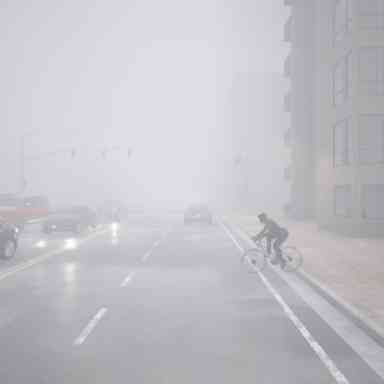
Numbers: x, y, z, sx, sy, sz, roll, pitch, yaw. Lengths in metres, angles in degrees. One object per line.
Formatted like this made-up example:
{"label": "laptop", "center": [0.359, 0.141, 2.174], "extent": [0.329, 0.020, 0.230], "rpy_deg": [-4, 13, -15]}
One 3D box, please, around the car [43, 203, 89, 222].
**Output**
{"label": "car", "center": [-10.130, 1.588, 27.137], "extent": [1.895, 1.301, 4.718], "rpy_deg": [0, 0, 1]}

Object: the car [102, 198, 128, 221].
{"label": "car", "center": [-6.629, 1.339, 27.146], "extent": [2.097, 1.767, 4.553], "rpy_deg": [0, 0, 1]}

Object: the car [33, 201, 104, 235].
{"label": "car", "center": [-6.822, 1.495, 18.977], "extent": [1.837, 1.490, 4.892], "rpy_deg": [0, 0, 1]}

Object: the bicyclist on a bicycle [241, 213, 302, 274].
{"label": "bicyclist on a bicycle", "center": [2.117, 1.386, 8.988], "extent": [1.656, 1.620, 0.582], "rpy_deg": [-4, 0, 1]}

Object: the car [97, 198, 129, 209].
{"label": "car", "center": [-10.909, 1.543, 46.002], "extent": [4.181, 1.385, 1.994], "rpy_deg": [0, 0, 35]}

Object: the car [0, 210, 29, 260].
{"label": "car", "center": [-6.976, 1.500, 9.674], "extent": [1.837, 1.490, 4.892], "rpy_deg": [0, 0, 1]}

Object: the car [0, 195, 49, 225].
{"label": "car", "center": [-10.310, 1.214, 19.677], "extent": [2.150, 2.045, 5.566], "rpy_deg": [0, 0, 1]}

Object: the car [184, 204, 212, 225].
{"label": "car", "center": [0.427, 1.553, 24.048], "extent": [1.994, 1.385, 4.181], "rpy_deg": [0, 0, 1]}
